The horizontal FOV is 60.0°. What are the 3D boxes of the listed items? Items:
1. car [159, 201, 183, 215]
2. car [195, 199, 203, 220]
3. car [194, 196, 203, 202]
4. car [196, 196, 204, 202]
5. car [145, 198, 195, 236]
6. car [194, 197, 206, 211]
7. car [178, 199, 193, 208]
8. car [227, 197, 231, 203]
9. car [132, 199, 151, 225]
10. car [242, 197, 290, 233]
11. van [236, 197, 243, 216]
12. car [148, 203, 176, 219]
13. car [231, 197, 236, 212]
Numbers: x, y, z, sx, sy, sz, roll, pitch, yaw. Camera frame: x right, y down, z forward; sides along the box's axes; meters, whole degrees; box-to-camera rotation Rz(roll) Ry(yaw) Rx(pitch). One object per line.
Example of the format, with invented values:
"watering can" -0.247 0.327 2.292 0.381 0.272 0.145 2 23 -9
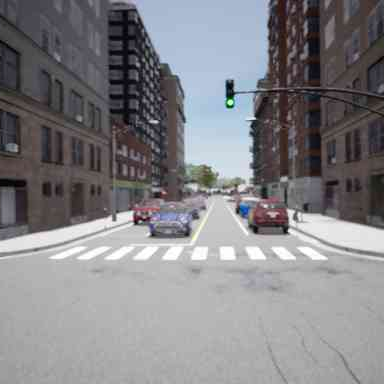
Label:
"car" -2.293 1.758 37.052 2.008 1.369 4.403 -1 0 5
"car" -0.258 1.654 30.277 1.837 1.490 4.892 -1 0 5
"car" 1.687 1.835 86.426 1.967 1.590 4.097 -1 0 5
"car" 2.130 1.856 91.912 1.967 1.590 4.097 -1 0 5
"car" -1.108 1.459 19.077 2.097 1.767 4.553 -1 0 3
"car" 0.876 1.766 44.248 1.994 1.385 4.181 -1 0 5
"car" -0.966 1.815 53.510 1.887 1.381 4.507 -1 0 5
"car" 9.281 1.798 80.468 1.752 1.417 4.829 -1 0 5
"car" -3.181 1.481 26.082 2.192 1.841 5.009 -1 0 5
"car" 4.472 1.358 19.948 2.192 1.841 5.009 -1 0 5
"van" 5.344 1.426 30.920 1.690 1.788 3.998 -1 0 5
"car" -2.735 1.753 31.566 1.947 1.339 4.313 -1 0 5
"car" 5.779 1.420 36.407 2.192 1.841 5.009 -1 0 5
